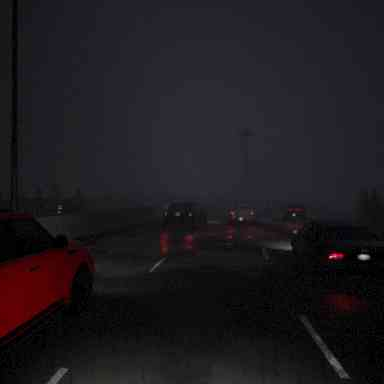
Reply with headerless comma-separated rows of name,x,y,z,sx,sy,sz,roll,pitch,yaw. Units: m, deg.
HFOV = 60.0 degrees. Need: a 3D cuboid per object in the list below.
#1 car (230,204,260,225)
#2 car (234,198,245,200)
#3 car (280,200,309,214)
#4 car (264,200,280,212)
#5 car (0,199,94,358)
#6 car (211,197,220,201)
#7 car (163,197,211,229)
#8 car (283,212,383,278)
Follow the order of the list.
car,3.964,1.594,24.797,1.812,1.442,4.674,0,0,16
car,8.327,1.704,57.867,2.033,1.411,5.357,0,0,36
car,9.032,1.595,29.033,1.837,1.490,4.892,0,0,20
car,10.144,1.667,40.370,2.033,1.411,5.357,0,0,27
car,-3.168,1.225,4.431,2.150,2.045,5.566,0,0,3
car,2.915,1.617,56.112,1.882,1.535,5.008,0,0,33
car,-0.344,1.404,22.308,2.097,1.767,4.553,0,0,14
car,4.354,1.583,10.282,2.033,1.411,5.357,0,0,7
